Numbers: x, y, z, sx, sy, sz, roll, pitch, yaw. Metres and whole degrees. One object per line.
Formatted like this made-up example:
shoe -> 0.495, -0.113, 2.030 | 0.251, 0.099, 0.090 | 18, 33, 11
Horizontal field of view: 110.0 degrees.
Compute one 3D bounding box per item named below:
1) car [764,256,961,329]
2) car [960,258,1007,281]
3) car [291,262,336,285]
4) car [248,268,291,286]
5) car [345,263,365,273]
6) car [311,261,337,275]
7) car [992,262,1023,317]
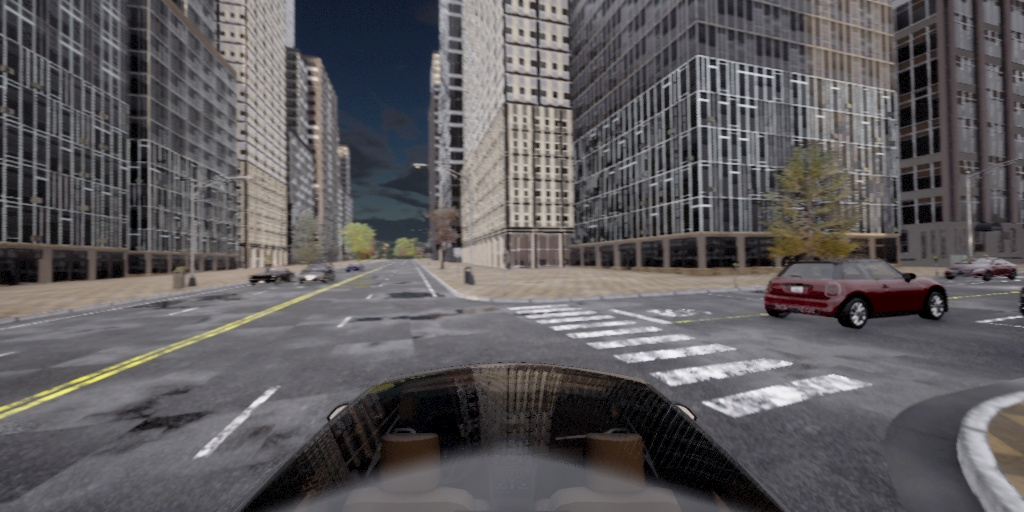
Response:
car -> 9.474, 0.844, 9.975 | 4.553, 1.767, 2.097 | -1, -1, -17
car -> 28.077, 0.745, 21.434 | 4.207, 1.307, 1.802 | 0, 0, -17
car -> -15.313, 1.408, 28.360 | 2.128, 1.511, 4.902 | -1, 0, -16
car -> -18.539, 1.553, 27.828 | 1.895, 1.301, 4.718 | -1, 0, -16
car -> -20.553, 1.545, 46.960 | 1.895, 1.301, 4.718 | -1, 0, -15
car -> -23.207, 1.480, 44.367 | 1.837, 1.490, 4.892 | -1, 1, -15
car -> 14.484, 0.905, 8.643 | 4.403, 1.370, 2.007 | 0, 0, -17
